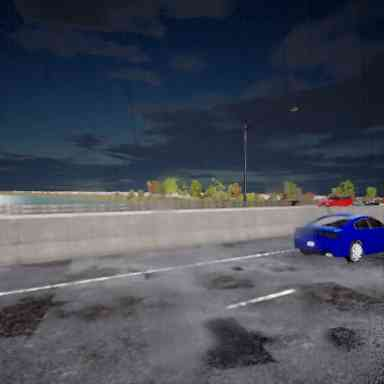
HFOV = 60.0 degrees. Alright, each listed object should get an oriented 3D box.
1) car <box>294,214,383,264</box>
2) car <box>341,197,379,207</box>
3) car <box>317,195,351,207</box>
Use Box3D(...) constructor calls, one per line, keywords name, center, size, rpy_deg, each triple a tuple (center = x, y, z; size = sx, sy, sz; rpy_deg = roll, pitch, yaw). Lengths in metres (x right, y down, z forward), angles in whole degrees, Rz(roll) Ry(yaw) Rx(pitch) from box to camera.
Box3D(name="car", center=(5.881, 1.530, 12.199), size=(5.008, 1.535, 1.882), rpy_deg=(0, 0, -35))
Box3D(name="car", center=(20.283, 1.689, 39.366), size=(4.902, 1.511, 2.128), rpy_deg=(0, 0, -34))
Box3D(name="car", center=(18.292, 1.419, 42.250), size=(5.566, 2.045, 2.150), rpy_deg=(0, 0, -34))
